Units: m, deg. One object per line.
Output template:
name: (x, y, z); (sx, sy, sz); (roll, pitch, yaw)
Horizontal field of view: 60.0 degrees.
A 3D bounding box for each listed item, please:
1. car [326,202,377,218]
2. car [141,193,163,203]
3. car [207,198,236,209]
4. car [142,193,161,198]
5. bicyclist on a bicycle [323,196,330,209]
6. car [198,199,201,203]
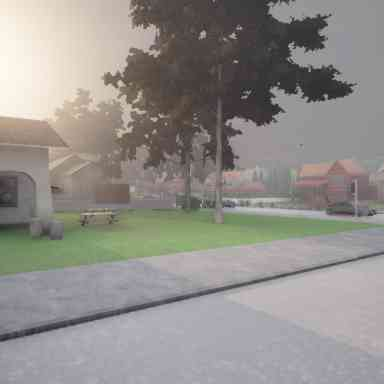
car: (14.394, 1.564, 30.217); (1.994, 1.385, 4.181); (0, 0, -36)
car: (-8.402, 1.221, 69.123); (2.150, 2.045, 5.566); (0, 0, -36)
car: (3.794, 1.477, 44.971); (1.882, 1.535, 5.008); (0, 0, -36)
car: (-7.005, 1.328, 60.159); (2.150, 2.045, 5.566); (0, 0, -36)
bicyclist on a bicycle: (16.758, 1.349, 41.316); (1.656, 1.620, 0.582); (0, 0, -36)
car: (-0.581, 1.547, 58.246); (2.033, 1.411, 5.357); (0, 0, -36)
